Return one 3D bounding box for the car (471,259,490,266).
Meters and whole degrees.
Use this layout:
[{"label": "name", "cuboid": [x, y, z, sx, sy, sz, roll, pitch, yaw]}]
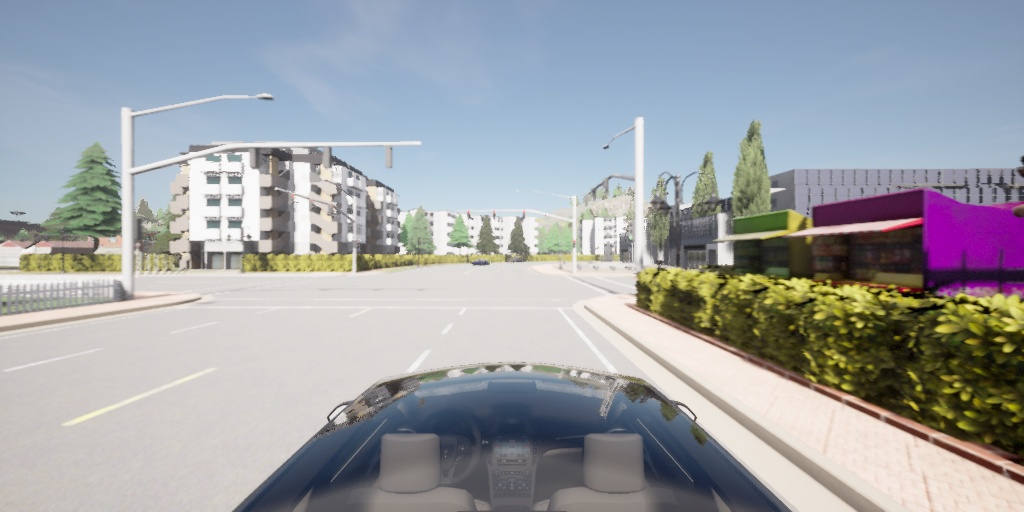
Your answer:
[{"label": "car", "cuboid": [-5.607, 1.157, 63.697, 1.895, 1.301, 4.718, 0, 0, 16]}]
